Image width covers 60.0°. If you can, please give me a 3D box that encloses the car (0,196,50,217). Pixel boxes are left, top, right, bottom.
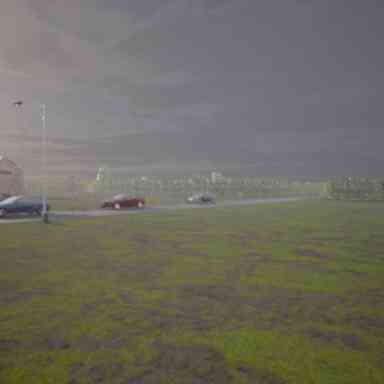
[{"bbox_3d":[-13.166,1.048,25.270,1.812,1.442,4.674,1,1,36],"label":"car"}]

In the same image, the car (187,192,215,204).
[{"bbox_3d":[1.241,0.806,44.577,2.128,1.511,4.902,1,1,37],"label":"car"}]

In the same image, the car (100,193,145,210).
[{"bbox_3d":[-6.931,0.909,33.668,1.882,1.535,5.008,1,1,37],"label":"car"}]
